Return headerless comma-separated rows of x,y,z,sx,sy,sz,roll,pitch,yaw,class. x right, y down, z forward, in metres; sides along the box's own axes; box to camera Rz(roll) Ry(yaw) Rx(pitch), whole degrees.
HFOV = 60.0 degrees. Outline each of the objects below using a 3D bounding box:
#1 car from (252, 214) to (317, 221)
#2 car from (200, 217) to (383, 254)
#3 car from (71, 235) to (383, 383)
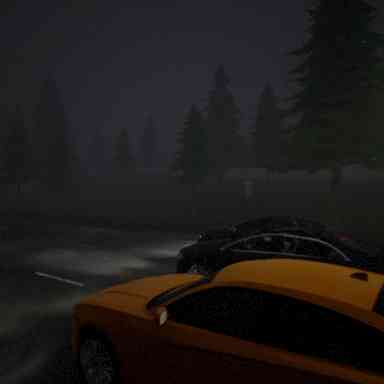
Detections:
2.461,1.478,10.836,4.892,1.490,1.837,1,0,36,car
1.860,1.476,6.965,4.902,1.511,2.128,1,0,36,car
0.806,1.470,3.418,5.008,1.535,1.882,0,0,36,car
